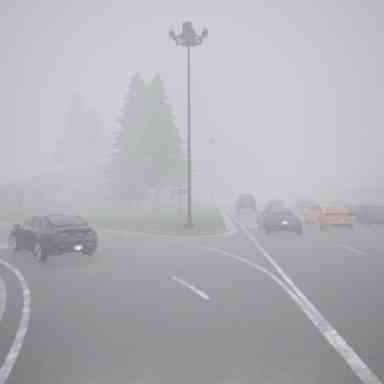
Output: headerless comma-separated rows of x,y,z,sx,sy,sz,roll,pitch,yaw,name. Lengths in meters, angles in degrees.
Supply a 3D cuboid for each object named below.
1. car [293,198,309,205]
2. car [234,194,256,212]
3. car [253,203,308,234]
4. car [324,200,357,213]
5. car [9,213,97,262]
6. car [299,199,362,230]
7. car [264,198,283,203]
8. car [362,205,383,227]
13.249,1.491,39.312,2.128,1.511,4.902,0,0,4,car
6.213,1.260,38.990,2.150,2.045,5.566,0,0,4,car
4.984,1.572,19.358,1.994,1.385,4.181,0,0,4,car
16.650,1.578,37.614,1.895,1.301,4.718,0,0,4,car
-5.302,1.557,12.477,1.837,1.490,4.892,1,-1,-43,car
8.607,1.469,21.214,1.882,1.535,5.008,0,0,4,car
9.763,1.524,39.652,1.837,1.490,4.892,0,0,4,car
12.209,1.538,22.733,1.994,1.385,4.181,0,0,4,car
